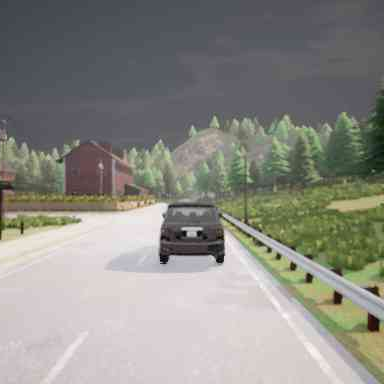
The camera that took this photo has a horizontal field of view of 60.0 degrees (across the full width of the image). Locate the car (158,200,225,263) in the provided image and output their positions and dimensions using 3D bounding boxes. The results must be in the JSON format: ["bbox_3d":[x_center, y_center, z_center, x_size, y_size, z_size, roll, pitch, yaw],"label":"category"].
[{"bbox_3d":[0.005,1.355,12.577,2.150,2.045,5.566,0,0,0],"label":"car"}]

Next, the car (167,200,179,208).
[{"bbox_3d":[-3.533,2.251,63.223,1.895,1.301,4.718,0,-1,1],"label":"car"}]
